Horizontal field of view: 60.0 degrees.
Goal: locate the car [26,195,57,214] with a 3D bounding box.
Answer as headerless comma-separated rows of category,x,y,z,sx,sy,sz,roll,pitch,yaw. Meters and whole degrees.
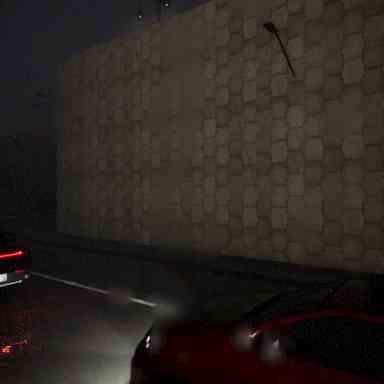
car,-12.910,1.055,31.021,2.128,1.511,4.902,0,5,35

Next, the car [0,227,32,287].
car,-5.839,1.503,8.156,4.892,1.490,1.837,0,0,36

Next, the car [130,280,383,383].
car,1.412,1.564,2.984,4.181,1.385,1.994,0,0,36
